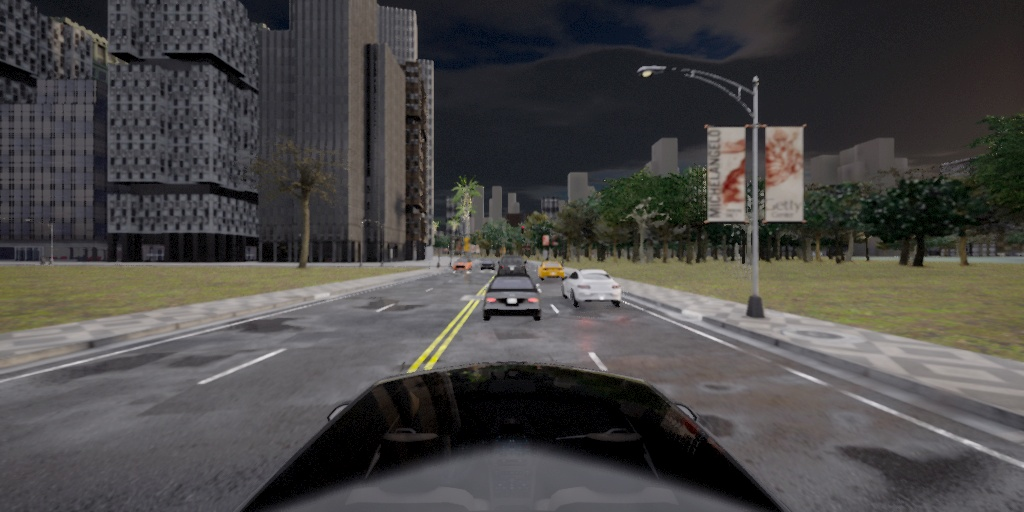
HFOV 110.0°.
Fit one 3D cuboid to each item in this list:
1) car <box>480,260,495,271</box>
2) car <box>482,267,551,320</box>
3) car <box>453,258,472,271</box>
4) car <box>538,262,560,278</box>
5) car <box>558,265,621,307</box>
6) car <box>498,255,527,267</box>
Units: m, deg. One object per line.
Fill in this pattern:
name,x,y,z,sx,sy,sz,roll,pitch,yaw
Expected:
car,-3.288,1.297,49.882,2.033,1.411,5.357,0,0,1
car,0.017,1.297,12.523,2.033,1.411,5.357,0,0,0
car,-6.557,1.100,47.827,2.097,1.767,4.553,0,0,0
car,3.296,1.226,30.878,1.882,1.535,5.008,0,0,0
car,3.296,1.274,15.354,1.812,1.442,4.674,0,0,1
car,0.022,0.972,28.537,2.150,2.045,5.566,0,0,0
